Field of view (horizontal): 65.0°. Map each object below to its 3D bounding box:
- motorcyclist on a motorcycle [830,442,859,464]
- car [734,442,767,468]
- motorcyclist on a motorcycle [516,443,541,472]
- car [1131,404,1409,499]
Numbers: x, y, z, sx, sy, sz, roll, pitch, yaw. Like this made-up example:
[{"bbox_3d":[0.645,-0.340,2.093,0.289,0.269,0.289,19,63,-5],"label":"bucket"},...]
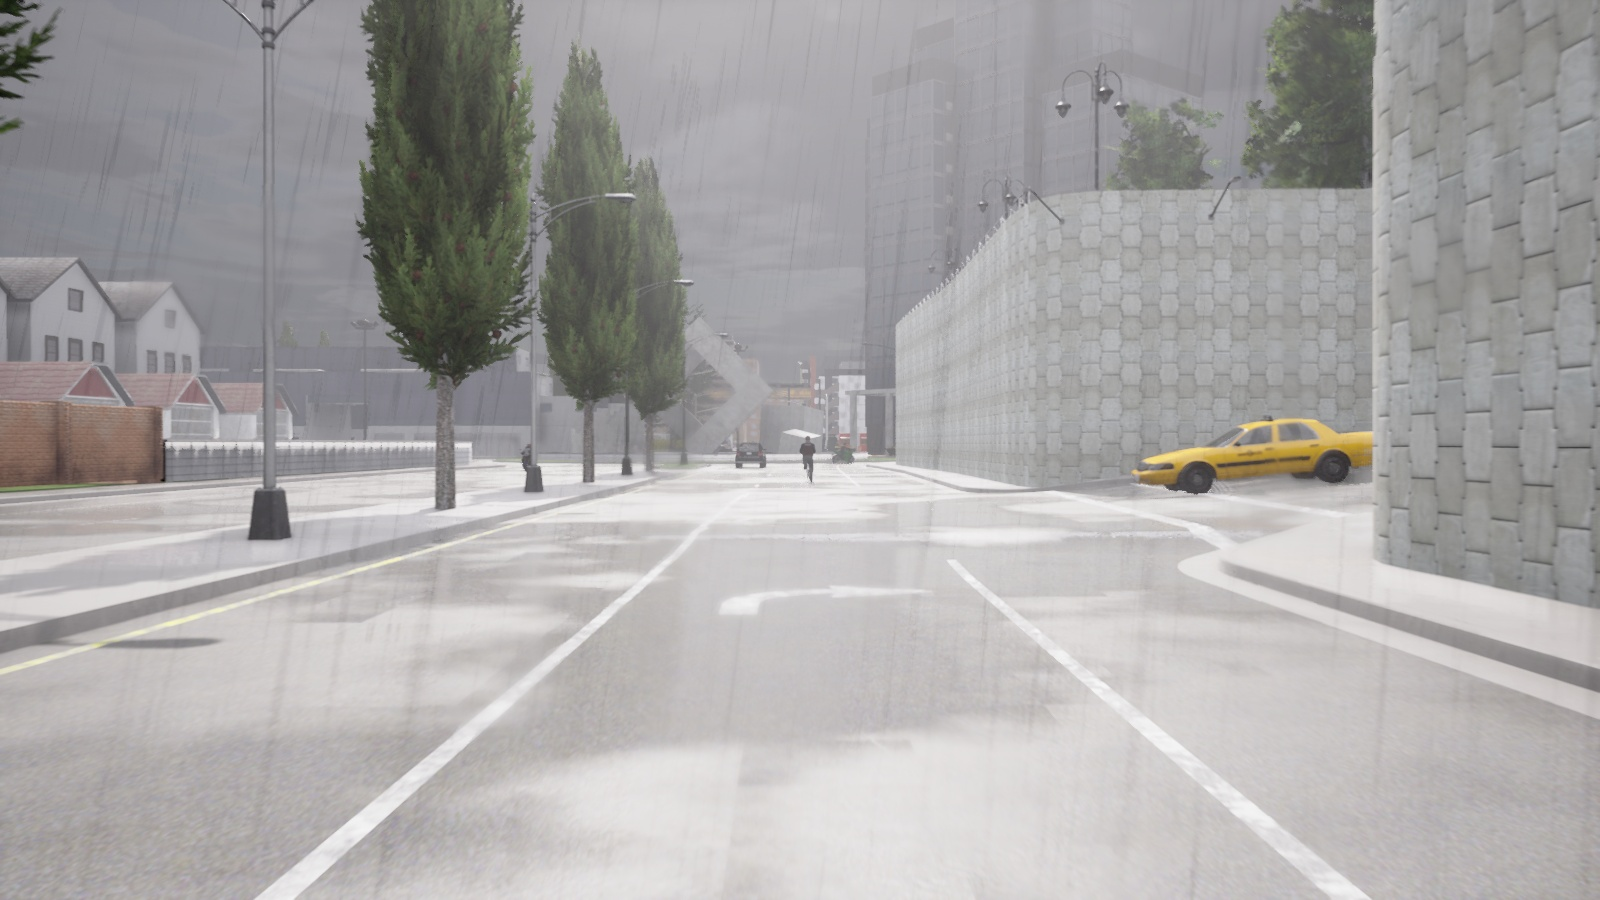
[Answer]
[{"bbox_3d":[3.179,0.225,89.737,2.044,1.523,0.797,0,0,-35],"label":"motorcyclist on a motorcycle"},{"bbox_3d":[-2.960,0.297,75.620,1.789,1.549,3.705,0,0,2],"label":"car"},{"bbox_3d":[-14.610,0.389,67.573,0.866,1.530,2.191,0,0,0],"label":"motorcyclist on a motorcycle"},{"bbox_3d":[10.334,0.028,27.897,5.366,1.575,1.801,-5,0,2],"label":"car"}]
